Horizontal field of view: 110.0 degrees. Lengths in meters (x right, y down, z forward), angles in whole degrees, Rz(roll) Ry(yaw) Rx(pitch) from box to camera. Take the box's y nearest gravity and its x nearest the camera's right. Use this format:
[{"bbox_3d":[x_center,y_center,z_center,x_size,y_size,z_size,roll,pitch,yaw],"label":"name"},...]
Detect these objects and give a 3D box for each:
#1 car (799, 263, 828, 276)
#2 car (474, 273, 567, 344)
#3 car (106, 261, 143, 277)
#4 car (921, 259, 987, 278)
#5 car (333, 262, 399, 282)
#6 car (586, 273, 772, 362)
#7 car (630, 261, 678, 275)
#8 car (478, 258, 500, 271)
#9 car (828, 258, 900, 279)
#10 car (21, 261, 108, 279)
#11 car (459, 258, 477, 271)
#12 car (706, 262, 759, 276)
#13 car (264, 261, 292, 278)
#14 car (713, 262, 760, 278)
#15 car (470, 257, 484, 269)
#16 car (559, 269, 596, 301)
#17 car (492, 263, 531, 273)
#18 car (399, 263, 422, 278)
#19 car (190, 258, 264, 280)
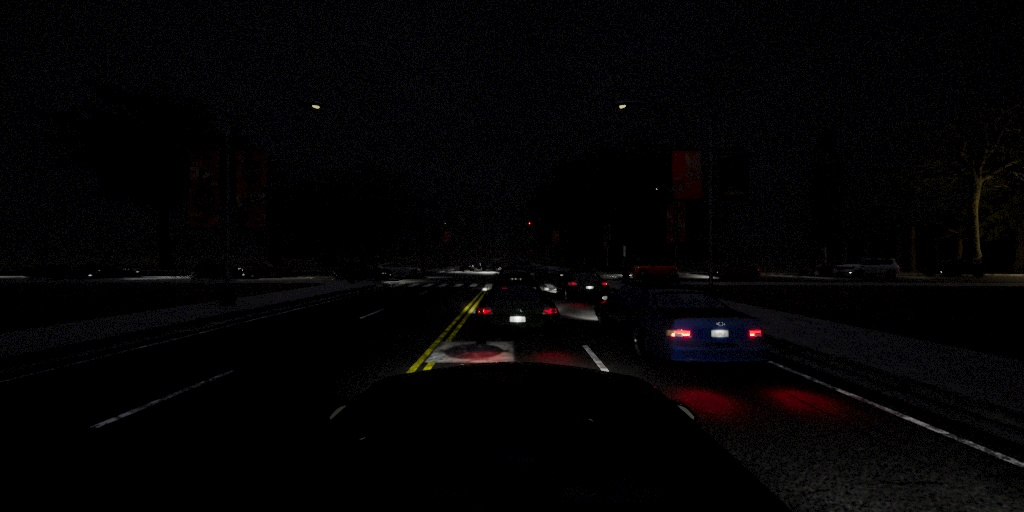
[{"bbox_3d":[35.293,1.508,40.469,5.008,1.535,1.882,0,0,1],"label":"car"},{"bbox_3d":[0.107,1.321,9.659,1.994,1.385,4.181,0,0,0],"label":"car"},{"bbox_3d":[-37.183,1.192,33.228,4.902,1.511,2.128,0,0,0],"label":"car"},{"bbox_3d":[49.911,1.365,40.505,5.566,2.045,2.150,1,0,0],"label":"car"},{"bbox_3d":[-12.196,1.287,29.501,4.892,1.490,1.837,0,-1,12],"label":"car"},{"bbox_3d":[3.354,1.303,8.310,2.033,1.411,5.357,0,0,0],"label":"car"},{"bbox_3d":[14.600,1.266,37.062,4.553,1.767,2.097,0,0,-1],"label":"car"},{"bbox_3d":[-3.313,1.406,52.753,2.128,1.511,4.902,0,0,0],"label":"car"},{"bbox_3d":[36.764,1.253,37.237,5.566,2.045,2.150,0,0,0],"label":"car"},{"bbox_3d":[-37.466,1.295,29.973,4.718,1.301,1.895,0,0,0],"label":"car"},{"bbox_3d":[-6.565,1.417,52.201,1.837,1.490,4.892,0,0,0],"label":"car"},{"bbox_3d":[24.804,1.476,40.403,4.892,1.490,1.837,0,0,-1],"label":"car"},{"bbox_3d":[-23.240,1.224,33.355,5.008,1.535,1.882,0,0,-1],"label":"car"},{"bbox_3d":[23.234,1.522,37.156,4.181,1.385,1.994,0,0,-2],"label":"car"},{"bbox_3d":[-6.550,1.194,62.052,2.150,2.045,5.566,0,0,0],"label":"car"},{"bbox_3d":[3.358,1.340,17.553,1.994,1.385,4.181,0,0,0],"label":"car"},{"bbox_3d":[0.099,1.284,18.565,1.837,1.490,4.892,0,0,0],"label":"car"},{"bbox_3d":[-11.022,1.318,34.270,4.674,1.442,1.812,0,0,-12],"label":"car"},{"bbox_3d":[-24.046,1.090,30.097,4.553,1.767,2.097,0,0,-1],"label":"car"}]
